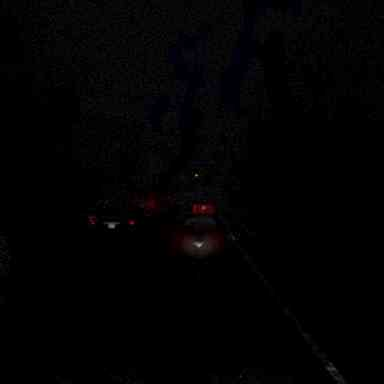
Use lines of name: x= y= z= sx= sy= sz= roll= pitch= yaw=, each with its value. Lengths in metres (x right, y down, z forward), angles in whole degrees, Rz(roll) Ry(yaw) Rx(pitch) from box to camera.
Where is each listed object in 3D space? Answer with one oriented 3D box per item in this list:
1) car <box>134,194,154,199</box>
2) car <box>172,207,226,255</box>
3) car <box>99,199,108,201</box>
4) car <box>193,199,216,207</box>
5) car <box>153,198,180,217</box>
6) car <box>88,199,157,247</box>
car: x=-5.619 y=1.299 z=38.052 sx=2.150 sy=2.045 sz=5.566 roll=0 pitch=0 yaw=4
car: x=0.331 y=1.553 z=13.240 sx=1.812 sy=1.442 sz=4.674 roll=0 pitch=0 yaw=2
car: x=-9.276 y=1.549 z=35.725 sx=1.882 sy=1.535 sz=5.008 roll=0 pitch=0 yaw=4
car: x=1.139 y=1.417 z=30.920 sx=2.097 sy=1.767 sz=4.553 roll=0 pitch=0 yaw=3
car: x=-2.261 y=1.545 z=32.695 sx=1.882 sy=1.535 sz=5.008 roll=0 pitch=0 yaw=3
car: x=-3.099 y=1.382 z=15.277 sx=2.097 sy=1.767 sz=4.553 roll=0 pitch=0 yaw=2
